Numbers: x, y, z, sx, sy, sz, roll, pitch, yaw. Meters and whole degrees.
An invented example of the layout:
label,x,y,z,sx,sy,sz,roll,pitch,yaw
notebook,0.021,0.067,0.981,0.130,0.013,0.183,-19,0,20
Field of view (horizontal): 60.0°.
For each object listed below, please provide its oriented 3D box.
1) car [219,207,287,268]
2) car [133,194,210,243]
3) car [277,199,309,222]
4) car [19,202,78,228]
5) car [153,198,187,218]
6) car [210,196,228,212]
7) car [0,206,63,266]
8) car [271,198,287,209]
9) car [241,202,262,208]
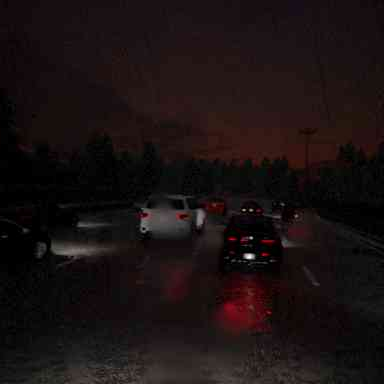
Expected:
label,x,y,z,sx,sy,sz,roll,pitch,yaw
car,2.007,1.513,11.469,1.837,1.490,4.892,2,0,10
car,-0.719,1.138,16.009,2.150,2.045,5.566,2,0,10
car,8.423,1.627,27.495,1.837,1.490,4.892,2,1,11
car,-7.661,1.248,16.994,1.812,1.442,4.674,2,0,10
car,-1.825,1.337,29.589,1.837,1.490,4.892,2,0,10
car,2.527,1.286,33.965,2.097,1.767,4.553,2,0,10
car,-5.629,1.316,8.571,1.837,1.490,4.892,2,0,10
car,10.653,1.484,39.877,2.097,1.767,4.553,2,0,11
car,5.363,1.575,30.019,2.033,1.411,5.357,2,0,10
